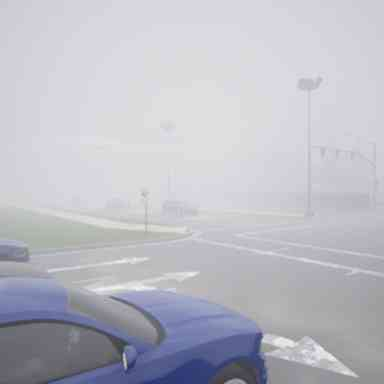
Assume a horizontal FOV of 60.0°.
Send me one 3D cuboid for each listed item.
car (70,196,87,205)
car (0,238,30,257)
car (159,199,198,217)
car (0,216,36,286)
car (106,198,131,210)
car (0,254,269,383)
[{"bbox_3d":[-19.498,1.491,56.917,2.128,1.511,4.902,0,0,-35],"label":"car"},{"bbox_3d":[-4.244,1.564,5.037,4.181,1.385,1.994,0,0,-35],"label":"car"},{"bbox_3d":[-1.349,1.504,32.060,1.837,1.490,4.892,0,0,-36],"label":"car"},{"bbox_3d":[-6.517,1.478,7.714,5.008,1.535,1.882,0,0,-36],"label":"car"},{"bbox_3d":[-9.614,1.491,43.291,2.128,1.511,4.902,0,0,-36],"label":"car"},{"bbox_3d":[-1.520,1.478,2.676,5.008,1.535,1.882,0,0,-35],"label":"car"}]
